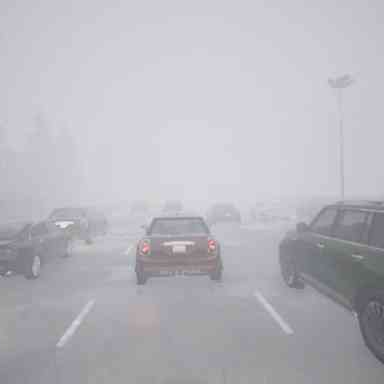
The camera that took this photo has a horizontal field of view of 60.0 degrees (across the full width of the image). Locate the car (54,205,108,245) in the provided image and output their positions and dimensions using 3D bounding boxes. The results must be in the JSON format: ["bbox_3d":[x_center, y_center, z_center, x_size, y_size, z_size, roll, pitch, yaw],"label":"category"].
[{"bbox_3d":[-5.495,1.427,16.107,2.097,1.767,4.553,-1,0,-4],"label":"car"}]

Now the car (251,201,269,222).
[{"bbox_3d":[5.643,1.348,24.292,1.812,1.442,4.674,-1,0,-4],"label":"car"}]

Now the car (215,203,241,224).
[{"bbox_3d":[2.188,1.460,23.731,1.994,1.385,4.181,-1,0,-4],"label":"car"}]

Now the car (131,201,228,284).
[{"bbox_3d":[-0.434,1.337,9.846,2.097,1.767,4.553,-1,0,-4],"label":"car"}]

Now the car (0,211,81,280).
[{"bbox_3d":[-5.109,1.588,10.149,1.837,1.490,4.892,-1,0,-4],"label":"car"}]

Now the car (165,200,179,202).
[{"bbox_3d":[-1.673,1.468,29.197,1.837,1.490,4.892,-1,0,-4],"label":"car"}]

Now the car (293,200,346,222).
[{"bbox_3d":[9.164,1.312,24.268,1.994,1.385,4.181,-1,0,-4],"label":"car"}]

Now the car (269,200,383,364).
[{"bbox_3d":[3.327,1.137,5.855,2.150,2.045,5.566,-1,0,-4],"label":"car"}]

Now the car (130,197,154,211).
[{"bbox_3d":[-5.758,1.522,37.177,2.128,1.511,4.902,-1,0,-3],"label":"car"}]
